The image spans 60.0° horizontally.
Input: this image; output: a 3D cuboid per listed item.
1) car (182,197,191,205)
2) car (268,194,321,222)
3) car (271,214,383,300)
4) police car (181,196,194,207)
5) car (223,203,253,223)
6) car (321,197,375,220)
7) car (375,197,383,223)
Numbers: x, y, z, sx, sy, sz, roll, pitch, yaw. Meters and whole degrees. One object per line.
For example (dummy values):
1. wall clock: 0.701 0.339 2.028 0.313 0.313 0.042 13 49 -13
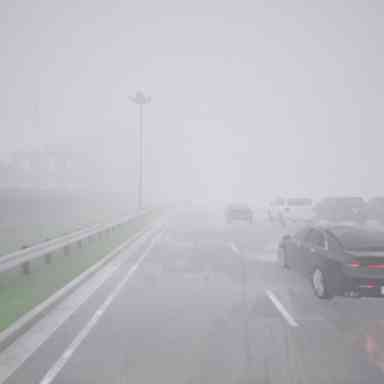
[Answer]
1. car: -1.027 1.871 69.506 1.837 1.490 4.892 0 0 0
2. car: 7.108 1.349 24.262 2.150 2.045 5.566 0 0 0
3. car: 3.603 1.550 8.487 1.837 1.490 4.892 0 0 0
4. police car: -1.030 1.739 59.616 1.930 1.638 5.238 0 0 0
5. car: 3.609 1.618 26.618 1.882 1.535 5.008 0 0 0
6. car: 10.610 1.349 24.267 2.150 2.045 5.566 0 0 0
7. car: 14.107 1.348 24.260 2.150 2.045 5.566 0 0 0
